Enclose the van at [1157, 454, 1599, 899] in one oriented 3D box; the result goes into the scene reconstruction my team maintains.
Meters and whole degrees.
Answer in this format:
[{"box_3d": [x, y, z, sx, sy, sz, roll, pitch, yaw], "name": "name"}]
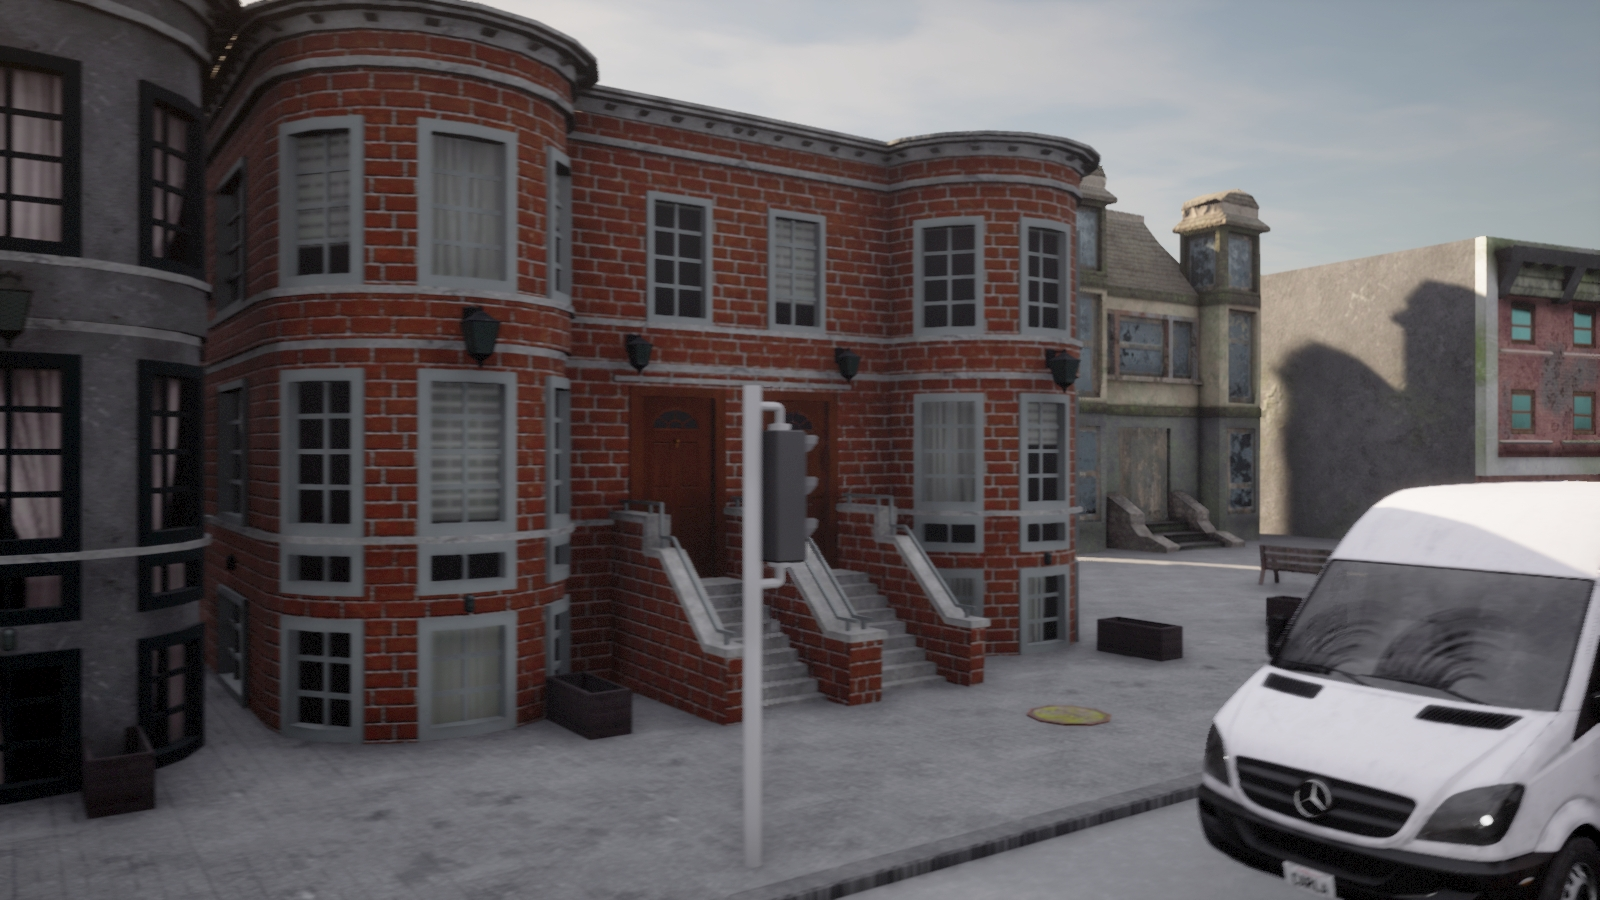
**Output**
[{"box_3d": [5.244, 1.315, 8.081, 5.915, 2.561, 1.988, 0, 0, -35], "name": "van"}]
